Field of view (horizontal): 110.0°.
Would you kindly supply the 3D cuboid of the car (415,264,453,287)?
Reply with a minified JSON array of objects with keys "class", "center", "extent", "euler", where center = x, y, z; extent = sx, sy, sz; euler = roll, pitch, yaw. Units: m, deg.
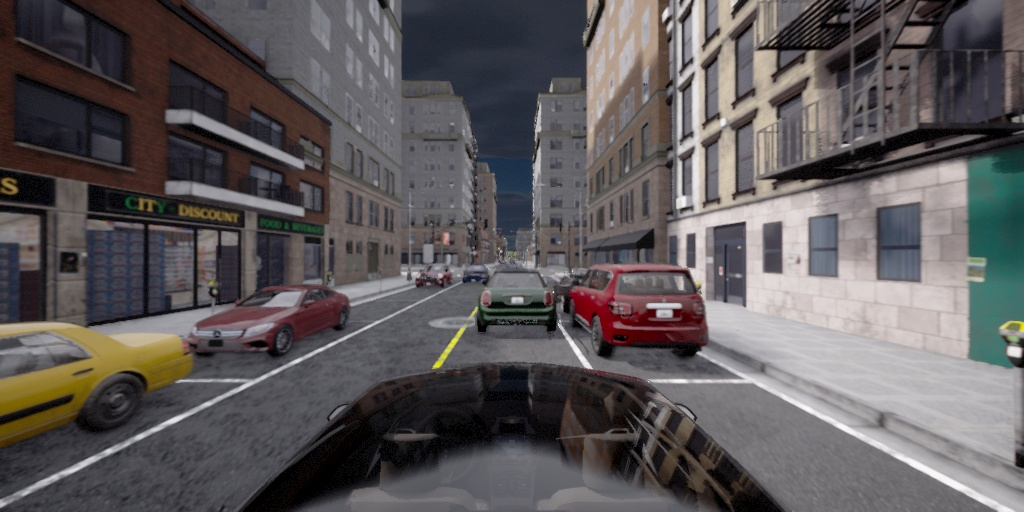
[{"class":"car","center":[-5.352,1.285,24.971],"extent":[1.967,1.591,4.097],"euler":[0,0,0]}]

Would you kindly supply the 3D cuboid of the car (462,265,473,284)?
[{"class":"car","center":[-2.776,1.411,28.727],"extent":[2.033,1.411,5.357],"euler":[0,0,0]}]

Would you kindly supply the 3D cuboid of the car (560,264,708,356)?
[{"class":"car","center":[2.645,1.090,8.594],"extent":[2.192,1.841,5.009],"euler":[0,0,0]}]

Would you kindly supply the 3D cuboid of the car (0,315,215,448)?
[{"class":"car","center":[-5.388,1.280,2.988],"extent":[1.751,1.417,4.829],"euler":[0,0,0]}]

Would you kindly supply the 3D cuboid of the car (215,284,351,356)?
[{"class":"car","center":[-5.379,1.357,8.611],"extent":[1.802,1.307,4.207],"euler":[0,0,0]}]

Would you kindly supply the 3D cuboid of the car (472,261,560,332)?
[{"class":"car","center":[0.097,1.137,11.104],"extent":[2.097,1.767,4.553],"euler":[0,0,-1]}]
